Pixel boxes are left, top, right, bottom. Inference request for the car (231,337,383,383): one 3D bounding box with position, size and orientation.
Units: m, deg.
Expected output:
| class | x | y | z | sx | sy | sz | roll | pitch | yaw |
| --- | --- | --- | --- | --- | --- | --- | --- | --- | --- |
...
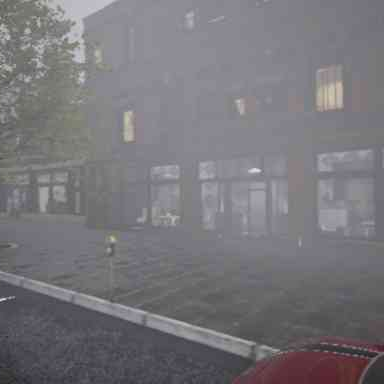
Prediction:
| class | x | y | z | sx | sy | sz | roll | pitch | yaw |
| --- | --- | --- | --- | --- | --- | --- | --- | --- | --- |
| car | 1.906 | 1.439 | 1.530 | 4.097 | 1.590 | 1.967 | 0 | -1 | 36 |
